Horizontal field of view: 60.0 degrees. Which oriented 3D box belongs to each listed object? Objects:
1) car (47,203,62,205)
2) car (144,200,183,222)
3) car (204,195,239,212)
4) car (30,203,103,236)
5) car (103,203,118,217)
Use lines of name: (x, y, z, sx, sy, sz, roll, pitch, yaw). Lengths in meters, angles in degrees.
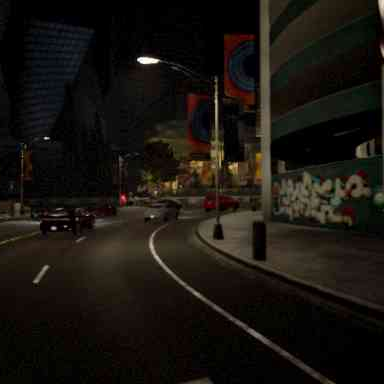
car: (-12.714, 1.773, 30.664, 1.812, 1.442, 4.674, -1, 0, 16)
car: (-2.514, 1.659, 27.782, 1.812, 1.442, 4.674, -1, 0, 14)
car: (3.600, 1.344, 40.144, 2.150, 2.045, 5.566, -1, 0, 37)
car: (-7.086, 1.637, 19.424, 2.128, 1.511, 4.902, -1, 0, -1)
car: (-8.794, 1.776, 31.692, 1.994, 1.385, 4.181, -1, 0, 18)
